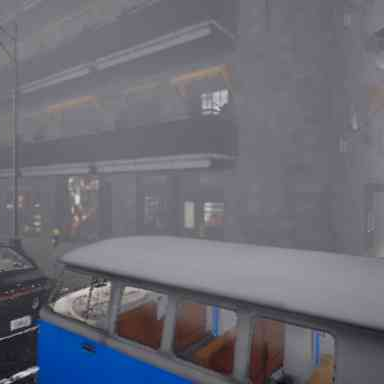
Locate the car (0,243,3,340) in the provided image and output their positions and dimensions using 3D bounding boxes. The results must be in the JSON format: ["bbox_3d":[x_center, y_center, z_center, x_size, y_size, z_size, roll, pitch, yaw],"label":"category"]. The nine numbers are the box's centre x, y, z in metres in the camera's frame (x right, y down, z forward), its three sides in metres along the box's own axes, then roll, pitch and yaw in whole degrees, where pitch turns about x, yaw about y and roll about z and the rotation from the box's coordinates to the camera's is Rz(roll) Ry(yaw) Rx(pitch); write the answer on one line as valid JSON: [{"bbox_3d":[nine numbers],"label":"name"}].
[{"bbox_3d":[-4.109,1.548,5.802,4.403,1.369,2.008,0,0,35],"label":"car"}]

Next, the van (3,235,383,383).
[{"bbox_3d":[0.409,1.341,2.579,3.998,1.788,1.690,0,0,35],"label":"van"}]
